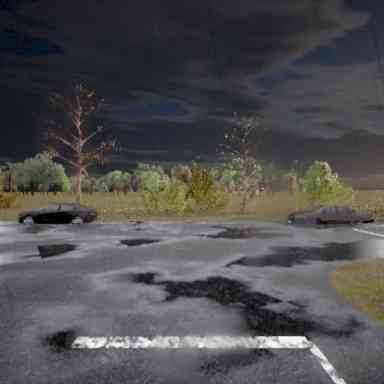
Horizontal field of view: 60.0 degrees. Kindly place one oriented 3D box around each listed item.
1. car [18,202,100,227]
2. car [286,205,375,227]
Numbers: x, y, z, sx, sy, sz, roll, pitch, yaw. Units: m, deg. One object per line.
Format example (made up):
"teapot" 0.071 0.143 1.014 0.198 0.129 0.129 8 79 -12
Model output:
"car" -8.635 1.432 21.728 5.008 1.535 1.882 0 0 -2
"car" 9.187 1.581 22.221 5.357 1.411 2.033 0 0 -2
